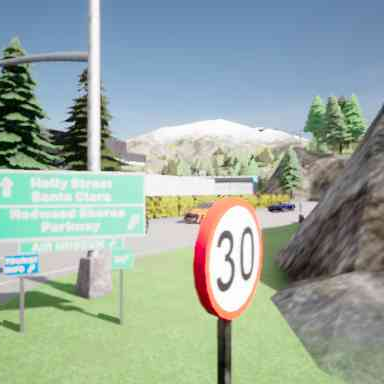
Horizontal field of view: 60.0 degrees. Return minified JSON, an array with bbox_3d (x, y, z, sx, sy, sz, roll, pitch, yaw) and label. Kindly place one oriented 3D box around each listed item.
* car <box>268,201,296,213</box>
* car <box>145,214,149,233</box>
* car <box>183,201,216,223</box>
[{"bbox_3d":[10.809,1.807,40.042,1.895,1.301,4.718,0,0,36],"label":"car"},{"bbox_3d":[-4.573,1.558,18.840,2.097,1.767,4.553,0,0,36],"label":"car"},{"bbox_3d":[1.271,1.558,26.913,2.097,1.767,4.553,0,0,36],"label":"car"}]
